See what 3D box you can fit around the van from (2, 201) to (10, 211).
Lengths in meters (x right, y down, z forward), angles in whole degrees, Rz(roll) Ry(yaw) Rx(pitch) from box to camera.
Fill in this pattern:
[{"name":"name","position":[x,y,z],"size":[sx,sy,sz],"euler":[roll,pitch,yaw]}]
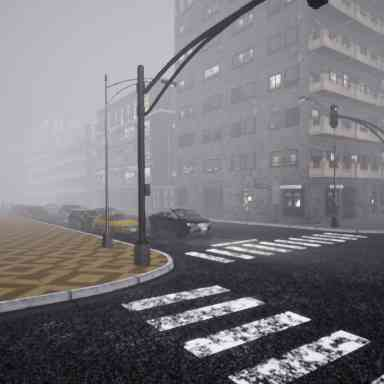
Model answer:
[{"name":"van","position":[-31.636,2.433,57.373],"size":[1.690,1.788,3.998],"euler":[-2,0,-36]}]

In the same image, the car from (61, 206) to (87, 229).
[{"name":"car","position":[-8.209,2.002,25.470],"size":[1.947,1.339,4.313],"euler":[-2,0,-36]}]

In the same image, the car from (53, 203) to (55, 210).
[{"name":"car","position":[-23.805,2.518,56.526],"size":[1.994,1.385,4.181],"euler":[-1,-1,-37]}]

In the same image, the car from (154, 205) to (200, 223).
[{"name":"car","position":[-1.455,1.915,30.430],"size":[2.008,1.369,4.403],"euler":[-2,0,-36]}]

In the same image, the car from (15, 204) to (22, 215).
[{"name":"car","position":[-21.592,2.392,43.700],"size":[1.802,1.307,4.206],"euler":[-2,0,-36]}]

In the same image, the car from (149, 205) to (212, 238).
[{"name":"car","position":[-0.801,1.758,19.771],"size":[2.128,1.511,4.902],"euler":[-1,-1,-36]}]

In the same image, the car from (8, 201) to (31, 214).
[{"name":"car","position":[-24.939,2.449,48.257],"size":[1.887,1.381,4.507],"euler":[-2,0,-36]}]

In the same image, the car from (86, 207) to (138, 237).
[{"name":"car","position":[-4.764,1.865,20.776],"size":[1.752,1.417,4.829],"euler":[-2,0,-36]}]

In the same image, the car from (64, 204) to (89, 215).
[{"name":"car","position":[-16.040,2.337,45.943],"size":[1.895,1.301,4.718],"euler":[-1,-1,-36]}]

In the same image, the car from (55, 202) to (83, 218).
[{"name":"car","position":[-13.241,2.118,36.738],"size":[1.837,1.490,4.892],"euler":[-1,-1,-36]}]

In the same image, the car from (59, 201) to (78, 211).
[{"name":"car","position":[-21.534,2.366,57.775],"size":[1.967,1.590,4.097],"euler":[-2,0,-36]}]

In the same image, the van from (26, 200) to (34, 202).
[{"name":"van","position":[-41.613,2.831,85.121],"size":[1.690,1.788,3.998],"euler":[-2,0,-36]}]

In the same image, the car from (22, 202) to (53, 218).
[{"name":"car","position":[-18.247,2.262,39.142],"size":[1.887,1.381,4.507],"euler":[-2,0,-36]}]
